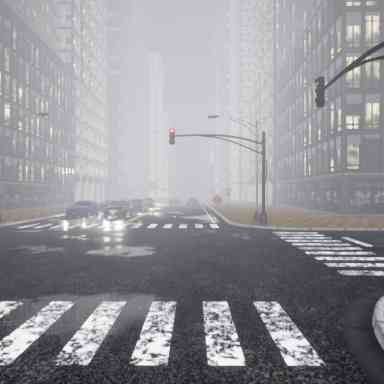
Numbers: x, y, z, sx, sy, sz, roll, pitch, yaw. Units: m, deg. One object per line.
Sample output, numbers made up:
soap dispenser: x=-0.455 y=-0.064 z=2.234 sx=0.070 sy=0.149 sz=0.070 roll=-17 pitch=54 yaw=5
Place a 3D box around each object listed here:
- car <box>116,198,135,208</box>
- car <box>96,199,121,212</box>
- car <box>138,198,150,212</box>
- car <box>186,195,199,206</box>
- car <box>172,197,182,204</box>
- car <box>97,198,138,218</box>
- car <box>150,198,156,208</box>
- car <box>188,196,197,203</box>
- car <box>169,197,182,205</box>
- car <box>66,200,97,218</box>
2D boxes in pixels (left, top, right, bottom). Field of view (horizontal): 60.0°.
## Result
car: x=-9.839 y=1.631 z=49.432 sx=1.994 sy=1.385 sz=4.181 roll=0 pitch=0 yaw=0
car: x=-9.849 y=1.607 z=39.508 sx=1.994 sy=1.385 sz=4.181 roll=0 pitch=0 yaw=0
car: x=-6.599 y=1.521 z=39.653 sx=1.882 sy=1.535 sz=5.008 roll=0 pitch=0 yaw=0
car: x=0.100 y=1.611 z=55.435 sx=1.812 sy=1.442 sz=4.674 roll=0 pitch=-1 yaw=0
car: x=-3.181 y=1.703 z=70.331 sx=1.994 sy=1.385 sz=4.181 roll=0 pitch=0 yaw=0
car: x=-6.600 y=1.517 z=30.125 sx=2.128 sy=1.511 sz=4.902 roll=0 pitch=0 yaw=0
car: x=-6.593 y=1.594 z=49.700 sx=1.812 sy=1.442 sz=4.674 roll=0 pitch=0 yaw=0
car: x=0.068 y=1.622 z=71.352 sx=1.882 sy=1.535 sz=5.008 roll=0 pitch=0 yaw=0
car: x=-3.150 y=1.592 z=60.003 sx=2.128 sy=1.511 sz=4.902 roll=0 pitch=0 yaw=0
car: x=-9.854 y=1.503 z=30.374 sx=1.882 sy=1.535 sz=5.008 roll=0 pitch=0 yaw=0
